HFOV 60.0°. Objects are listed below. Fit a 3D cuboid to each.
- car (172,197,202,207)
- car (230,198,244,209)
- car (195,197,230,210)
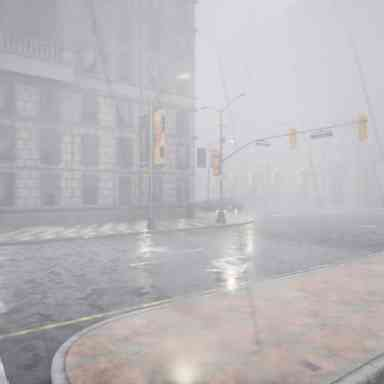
[{"bbox_3d":[-0.828,1.547,52.610,2.033,1.411,5.357,0,0,-35],"label":"car"},{"bbox_3d":[4.859,1.505,44.665,1.837,1.490,4.892,0,0,-36],"label":"car"},{"bbox_3d":[2.298,1.564,42.232,1.994,1.385,4.181,0,0,-36],"label":"car"}]
